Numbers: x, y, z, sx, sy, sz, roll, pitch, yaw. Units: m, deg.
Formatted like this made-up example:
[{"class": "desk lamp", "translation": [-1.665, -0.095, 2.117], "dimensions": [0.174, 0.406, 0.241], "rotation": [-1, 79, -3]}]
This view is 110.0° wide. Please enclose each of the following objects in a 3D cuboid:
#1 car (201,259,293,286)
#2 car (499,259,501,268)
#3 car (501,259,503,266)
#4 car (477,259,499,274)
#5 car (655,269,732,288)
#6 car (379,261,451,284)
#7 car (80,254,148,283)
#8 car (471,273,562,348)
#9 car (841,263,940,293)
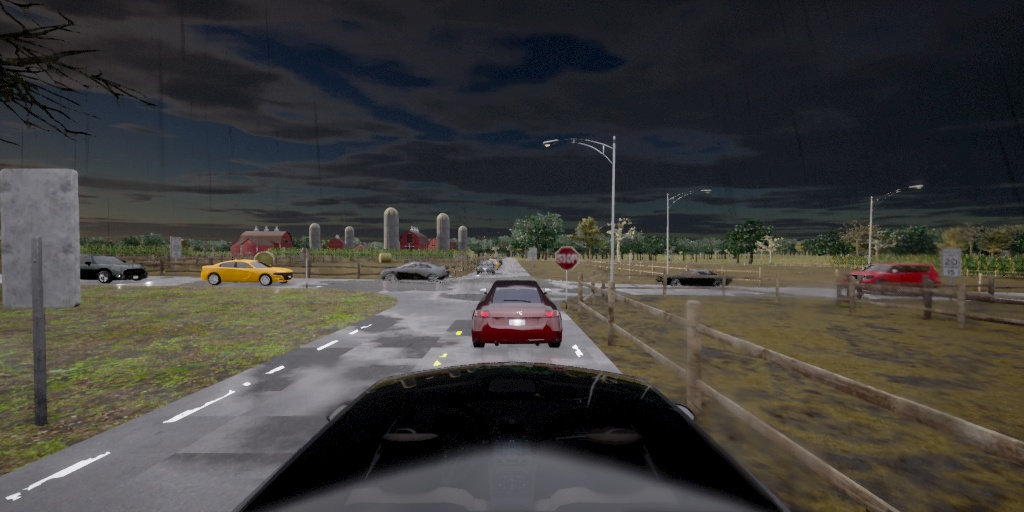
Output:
[{"class": "car", "translation": [-16.329, 0.979, 22.283], "dimensions": [5.008, 1.535, 1.882], "rotation": [1, 1, 0]}, {"class": "car", "translation": [-2.847, 1.181, 49.277], "dimensions": [1.882, 1.535, 5.008], "rotation": [0, 0, 0]}, {"class": "car", "translation": [-2.838, 1.248, 59.328], "dimensions": [1.994, 1.385, 4.181], "rotation": [0, 0, 0]}, {"class": "car", "translation": [-2.814, 1.210, 39.880], "dimensions": [2.128, 1.511, 4.902], "rotation": [0, 0, -1]}, {"class": "car", "translation": [12.748, 1.595, 25.408], "dimensions": [4.718, 1.301, 1.895], "rotation": [1, 1, 0]}, {"class": "car", "translation": [-6.782, 1.130, 25.305], "dimensions": [4.902, 1.511, 2.128], "rotation": [2, 0, 0]}, {"class": "car", "translation": [-25.575, 0.702, 22.229], "dimensions": [4.553, 1.767, 2.097], "rotation": [1, 1, 0]}, {"class": "car", "translation": [0.098, 1.311, 9.250], "dimensions": [1.994, 1.385, 4.181], "rotation": [0, 0, 0]}, {"class": "car", "translation": [26.857, 1.529, 25.490], "dimensions": [5.566, 2.045, 2.150], "rotation": [2, 1, -1]}]
